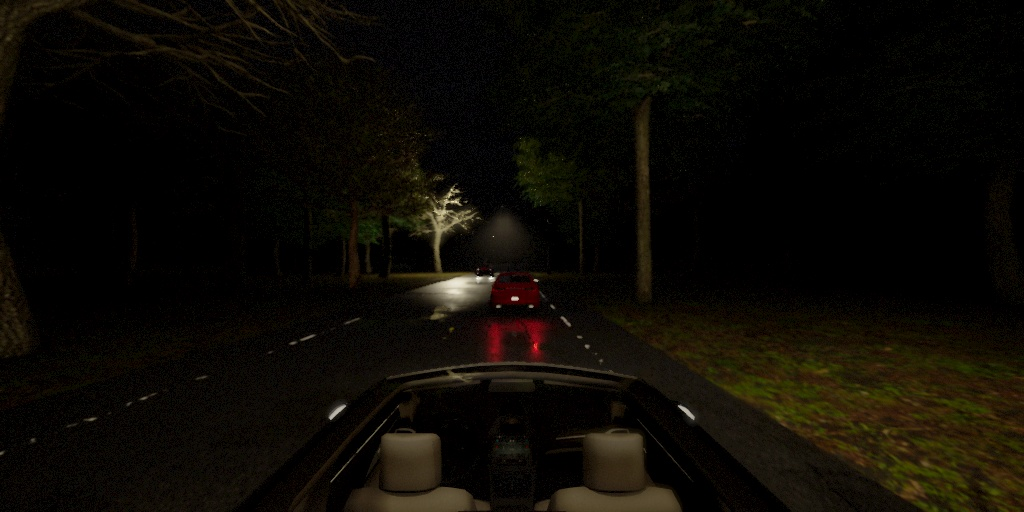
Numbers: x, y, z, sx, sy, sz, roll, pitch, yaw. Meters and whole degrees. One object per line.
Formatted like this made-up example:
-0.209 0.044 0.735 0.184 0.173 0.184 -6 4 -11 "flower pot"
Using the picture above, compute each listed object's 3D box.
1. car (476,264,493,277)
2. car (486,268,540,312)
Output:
-3.559 1.828 47.535 2.097 1.767 4.553 0 -1 0 "car"
0.108 1.419 15.291 1.882 1.535 5.008 0 -1 0 "car"
